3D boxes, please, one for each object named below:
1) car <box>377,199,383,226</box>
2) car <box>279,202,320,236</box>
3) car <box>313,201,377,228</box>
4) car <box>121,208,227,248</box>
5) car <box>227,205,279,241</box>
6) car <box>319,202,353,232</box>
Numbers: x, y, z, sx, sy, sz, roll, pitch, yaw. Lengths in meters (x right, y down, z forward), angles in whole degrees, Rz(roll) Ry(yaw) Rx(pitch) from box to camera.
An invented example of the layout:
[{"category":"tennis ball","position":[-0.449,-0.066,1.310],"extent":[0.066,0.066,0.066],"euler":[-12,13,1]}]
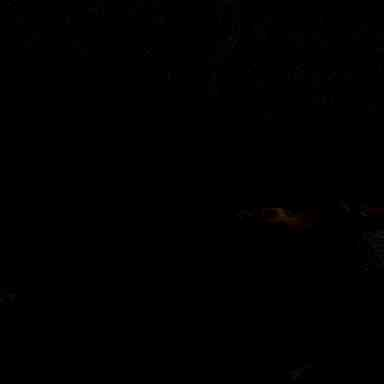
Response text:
[{"category":"car","position":[12.332,1.438,24.576],"extent":[4.553,1.767,2.185],"euler":[-1,0,35]},{"category":"car","position":[4.175,1.551,19.077],"extent":[5.366,1.575,1.946],"euler":[-1,-1,35]},{"category":"car","position":[9.852,1.435,22.903],"extent":[4.553,1.767,2.185],"euler":[-1,-1,35]},{"category":"car","position":[-1.223,1.543,15.072],"extent":[4.892,1.521,2.231],"euler":[-1,-1,35]},{"category":"car","position":[1.560,1.548,17.017],"extent":[4.892,1.521,2.231],"euler":[-1,-1,35]},{"category":"car","position":[7.130,1.585,20.916],"extent":[4.792,1.488,2.163],"euler":[-1,-1,35]}]
